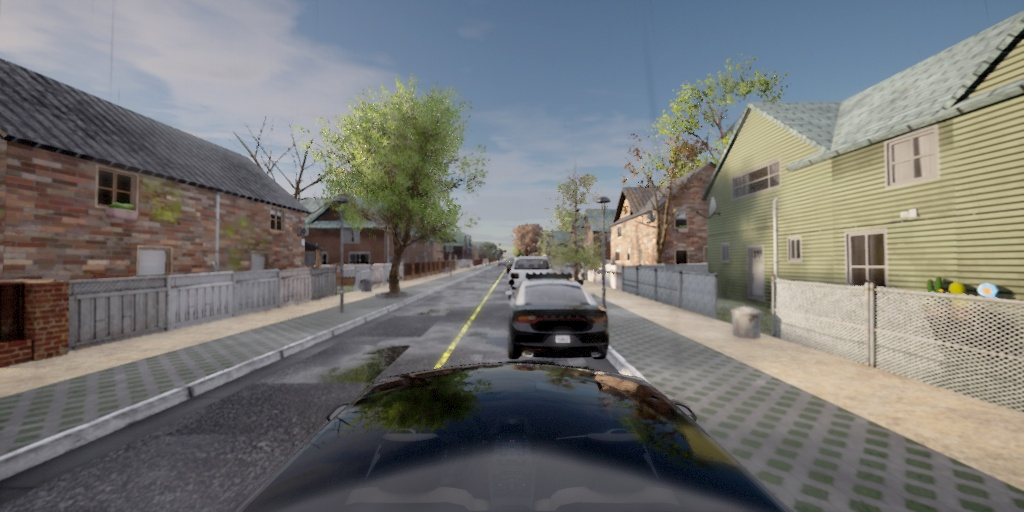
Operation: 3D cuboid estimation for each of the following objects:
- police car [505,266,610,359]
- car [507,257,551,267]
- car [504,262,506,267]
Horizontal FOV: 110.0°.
[{"bbox_3d":[0.870,1.214,8.633,1.930,1.638,5.238,0,0,0],"label":"police car"},{"bbox_3d":[0.923,1.068,18.557,2.150,2.045,5.566,0,0,0],"label":"car"},{"bbox_3d":[0.279,1.589,46.383,1.895,1.301,4.718,0,0,1],"label":"car"}]
